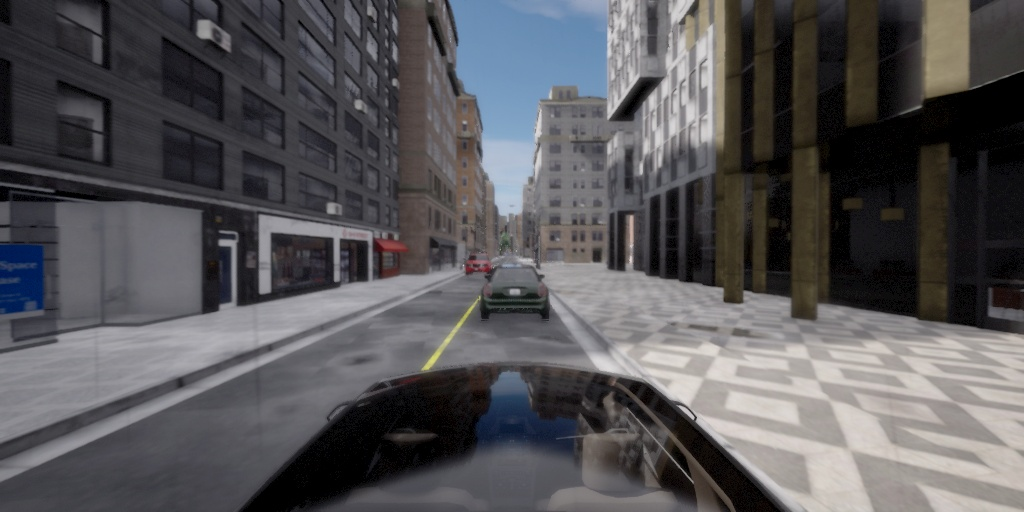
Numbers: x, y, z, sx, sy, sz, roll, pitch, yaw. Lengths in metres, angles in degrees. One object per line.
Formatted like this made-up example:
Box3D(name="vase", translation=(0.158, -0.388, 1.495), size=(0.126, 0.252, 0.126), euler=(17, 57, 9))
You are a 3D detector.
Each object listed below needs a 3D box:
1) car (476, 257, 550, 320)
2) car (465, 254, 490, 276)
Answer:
Box3D(name="car", translation=(0.094, 1.043, 12.464), size=(2.097, 1.767, 4.553), euler=(0, 0, 0))
Box3D(name="car", translation=(-3.079, 0.785, 33.882), size=(2.150, 2.045, 5.566), euler=(0, 0, 0))
